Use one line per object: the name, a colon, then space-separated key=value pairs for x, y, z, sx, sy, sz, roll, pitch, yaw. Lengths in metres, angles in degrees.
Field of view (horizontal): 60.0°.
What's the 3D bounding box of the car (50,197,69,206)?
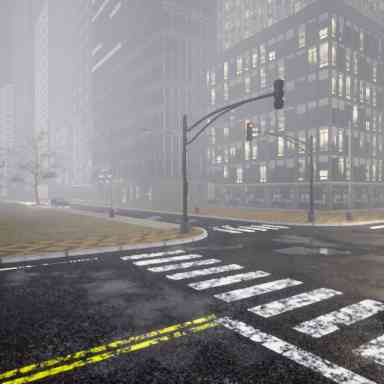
car: x=-21.667 y=1.553 z=54.250 sx=2.033 sy=1.411 sz=5.357 roll=0 pitch=0 yaw=-35
